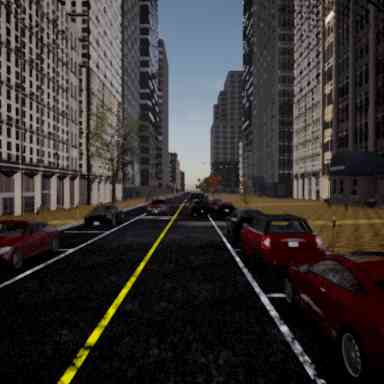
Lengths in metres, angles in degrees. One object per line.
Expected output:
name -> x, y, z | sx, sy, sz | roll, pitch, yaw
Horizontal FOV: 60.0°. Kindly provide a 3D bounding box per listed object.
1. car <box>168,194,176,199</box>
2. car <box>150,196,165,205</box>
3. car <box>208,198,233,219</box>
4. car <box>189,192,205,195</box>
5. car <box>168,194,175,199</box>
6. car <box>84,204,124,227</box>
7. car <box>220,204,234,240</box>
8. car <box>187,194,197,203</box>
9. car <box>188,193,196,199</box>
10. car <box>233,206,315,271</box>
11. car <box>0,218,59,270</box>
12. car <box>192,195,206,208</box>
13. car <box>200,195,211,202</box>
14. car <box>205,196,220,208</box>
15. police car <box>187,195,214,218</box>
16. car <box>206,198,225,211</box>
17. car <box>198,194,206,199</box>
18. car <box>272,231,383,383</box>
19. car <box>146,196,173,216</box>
car -> -5.696, 1.206, 95.354 | 1.802, 1.307, 4.206 | -1, 0, 0
car -> -5.698, 1.338, 55.865 | 2.008, 1.369, 4.403 | -1, 0, 0
car -> 2.683, 1.463, 27.662 | 1.947, 1.339, 4.313 | -1, 0, 0
car -> 0.665, 1.068, 38.942 | 2.150, 2.045, 5.566 | -1, 0, 0
car -> -5.697, 1.174, 89.543 | 1.752, 1.417, 4.829 | -1, 0, 0
car -> -5.699, 1.484, 22.017 | 1.947, 1.339, 4.313 | -1, 0, 0
car -> 2.682, 1.505, 16.376 | 1.947, 1.339, 4.313 | -1, 0, 0
car -> 0.001, 1.239, 62.274 | 1.882, 1.535, 5.008 | 0, 0, 0
car -> 0.002, 1.032, 82.969 | 2.033, 1.411, 5.357 | 0, 0, 0
car -> 2.681, 1.400, 10.733 | 1.967, 1.590, 4.097 | -1, 0, 0
car -> -5.698, 1.542, 10.735 | 1.802, 1.307, 4.206 | -1, 0, 0
car -> 0.900, 1.285, 45.113 | 1.801, 1.575, 5.366 | 0, 0, 0
car -> 2.683, 1.286, 67.161 | 1.887, 1.381, 4.507 | -1, 0, 0
car -> 2.683, 1.356, 44.759 | 1.752, 1.417, 4.829 | -1, 0, 0
police car -> 0.606, 1.317, 28.989 | 1.930, 1.638, 5.238 | 0, 0, -5
car -> 2.682, 1.398, 38.947 | 1.887, 1.381, 4.507 | -1, 0, 0
car -> 2.684, 1.199, 89.732 | 2.008, 1.369, 4.403 | -1, 0, 0
car -> 2.682, 1.563, 5.091 | 1.802, 1.307, 4.206 | -1, 0, 0
car -> -3.095, 1.409, 31.159 | 1.812, 1.442, 4.674 | 0, 0, 0
